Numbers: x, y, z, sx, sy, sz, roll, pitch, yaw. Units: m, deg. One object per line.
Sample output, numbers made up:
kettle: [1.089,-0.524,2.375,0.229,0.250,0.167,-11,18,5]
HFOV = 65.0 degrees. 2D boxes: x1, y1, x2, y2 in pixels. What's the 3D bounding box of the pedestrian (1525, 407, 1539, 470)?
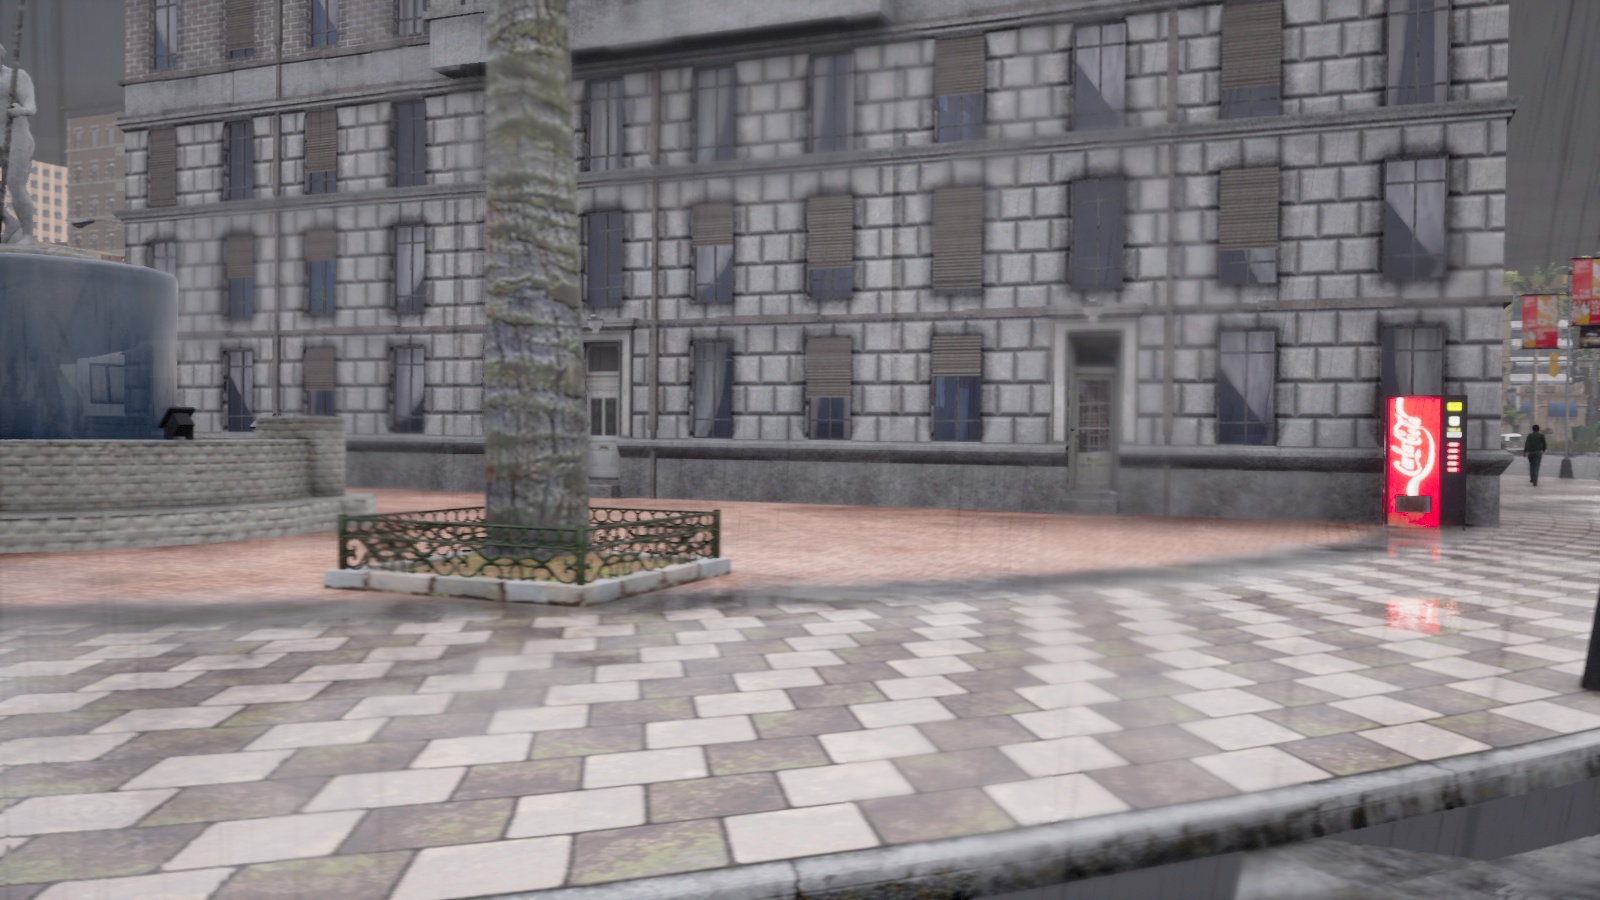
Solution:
pedestrian: [21.619,-0.346,37.081,0.353,1.847,0.614,0,1,31]
